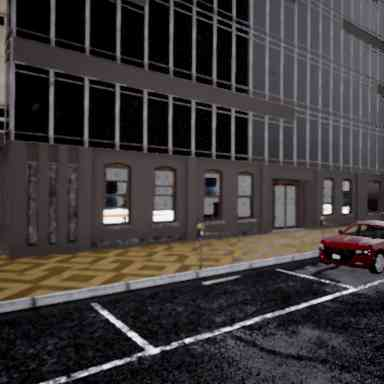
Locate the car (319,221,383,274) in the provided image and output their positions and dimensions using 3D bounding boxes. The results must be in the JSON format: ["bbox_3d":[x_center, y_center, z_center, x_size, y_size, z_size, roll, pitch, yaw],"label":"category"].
[{"bbox_3d":[5.959,1.619,10.815,4.507,1.381,1.887,0,0,-36],"label":"car"}]
